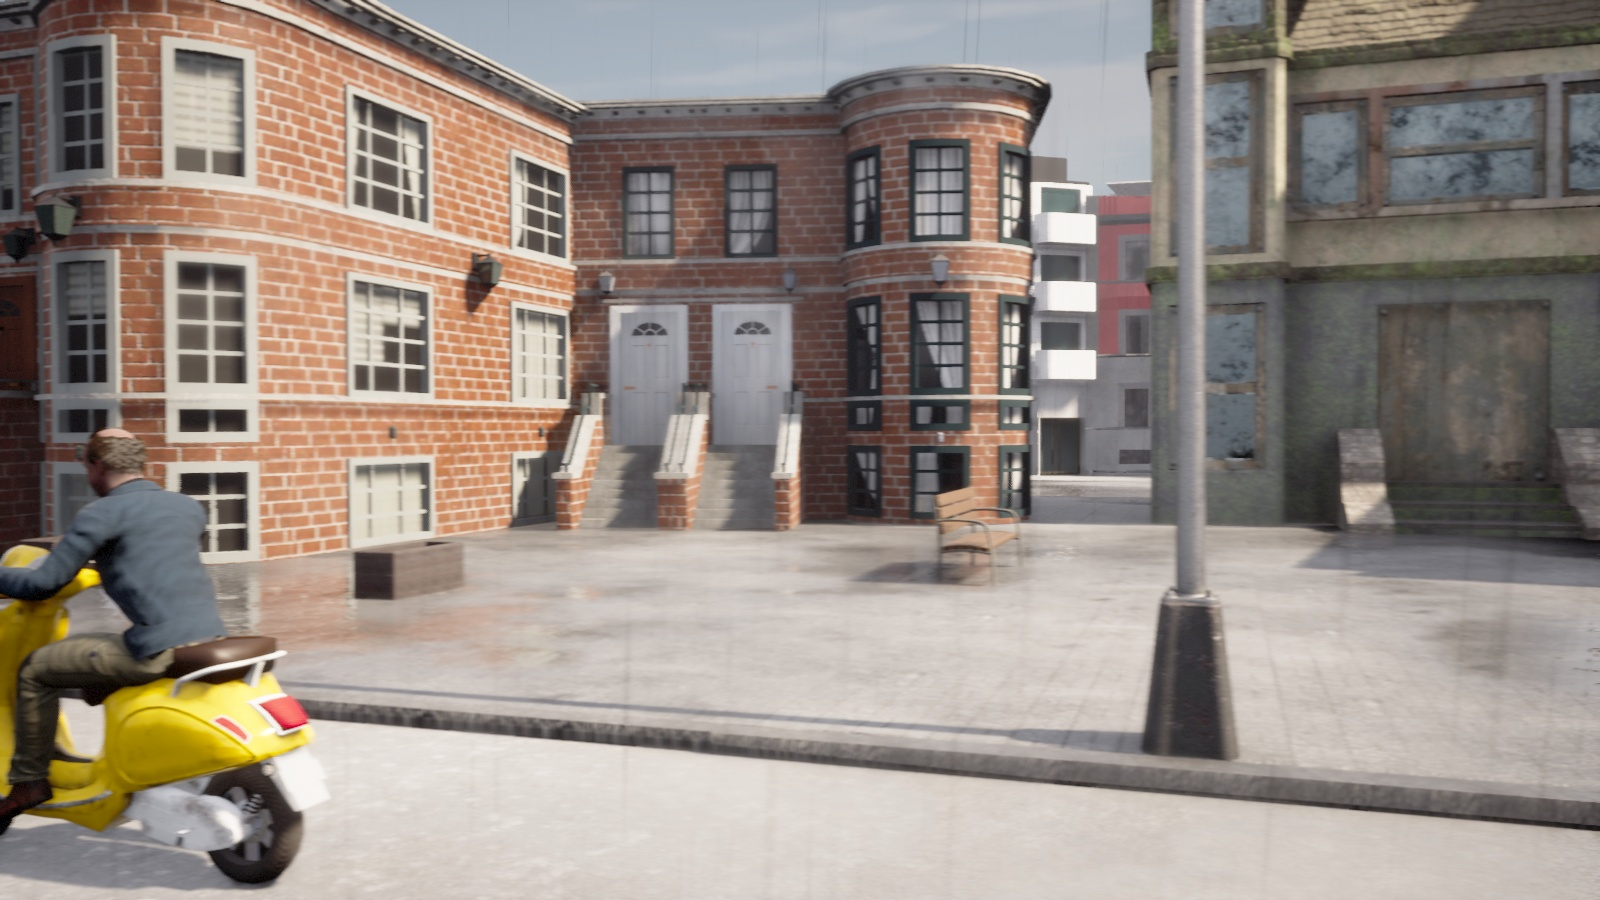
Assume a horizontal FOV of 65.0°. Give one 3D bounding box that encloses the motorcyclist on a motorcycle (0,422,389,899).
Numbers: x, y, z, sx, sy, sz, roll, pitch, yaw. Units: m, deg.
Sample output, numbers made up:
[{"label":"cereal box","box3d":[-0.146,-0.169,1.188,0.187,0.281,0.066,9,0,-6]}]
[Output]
[{"label":"motorcyclist on a motorcycle","box3d":[-2.536,0.697,4.572,1.817,1.590,0.866,1,1,19]}]
